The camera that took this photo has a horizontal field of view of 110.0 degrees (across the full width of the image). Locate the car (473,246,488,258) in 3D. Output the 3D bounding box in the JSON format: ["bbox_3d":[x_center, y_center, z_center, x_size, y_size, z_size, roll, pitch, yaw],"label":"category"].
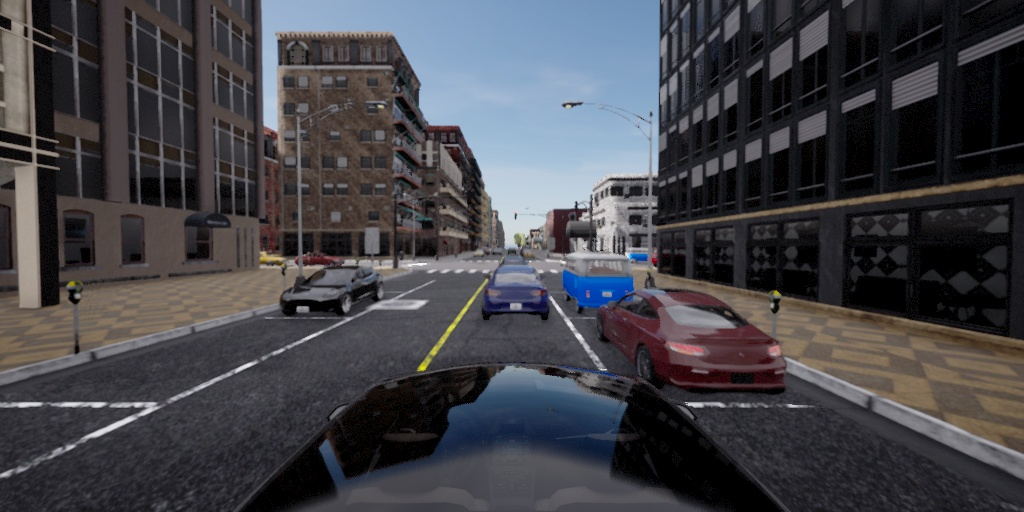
[{"bbox_3d":[-5.688,-0.502,62.045,1.751,1.417,4.829,0,0,0],"label":"car"}]

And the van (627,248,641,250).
[{"bbox_3d":[14.899,-0.012,41.165,3.998,1.789,1.690,0,0,0],"label":"van"}]

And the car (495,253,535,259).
[{"bbox_3d":[0.093,0.727,21.339,1.994,1.385,4.181,0,2,0],"label":"car"}]

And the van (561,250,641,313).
[{"bbox_3d":[2.657,0.785,11.912,1.690,1.789,3.998,0,0,0],"label":"van"}]

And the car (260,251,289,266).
[{"bbox_3d":[-22.958,0.284,32.696,4.829,1.417,1.751,0,0,0],"label":"car"}]

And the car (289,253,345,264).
[{"bbox_3d":[-17.466,0.351,32.709,4.207,1.307,1.802,0,0,0],"label":"car"}]

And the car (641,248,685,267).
[{"bbox_3d":[14.921,0.173,32.788,5.009,1.841,2.192,0,0,0],"label":"car"}]

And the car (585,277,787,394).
[{"bbox_3d":[2.657,1.196,6.225,1.802,1.307,4.207,0,0,0],"label":"car"}]

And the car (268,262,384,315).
[{"bbox_3d":[-5.690,1.009,11.938,1.948,1.339,4.313,0,0,0],"label":"car"}]

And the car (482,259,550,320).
[{"bbox_3d":[0.100,0.995,11.071,1.812,1.442,4.674,0,2,0],"label":"car"}]

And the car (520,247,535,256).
[{"bbox_3d":[2.693,-0.343,56.849,1.751,1.417,4.829,0,0,0],"label":"car"}]
